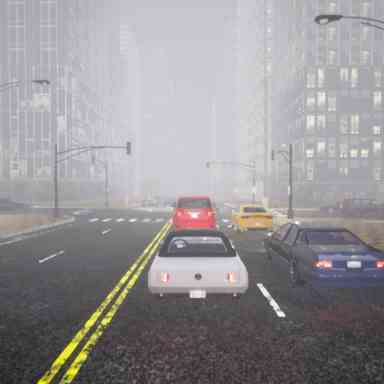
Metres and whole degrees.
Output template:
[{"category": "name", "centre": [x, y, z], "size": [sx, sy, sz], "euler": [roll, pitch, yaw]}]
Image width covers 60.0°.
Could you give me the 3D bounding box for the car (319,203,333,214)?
[{"category": "car", "centre": [16.557, 1.579, 36.572], "size": [5.008, 1.535, 1.882], "euler": [1, 1, 1]}]

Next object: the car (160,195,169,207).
[{"category": "car", "centre": [-3.287, 1.513, 51.209], "size": [1.994, 1.385, 4.181], "euler": [0, 0, 0]}]

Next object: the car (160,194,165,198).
[{"category": "car", "centre": [-6.493, 1.414, 60.449], "size": [1.882, 1.535, 5.008], "euler": [0, 0, -1]}]

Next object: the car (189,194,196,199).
[{"category": "car", "centre": [0.093, 1.238, 92.016], "size": [1.812, 1.442, 4.674], "euler": [0, 0, 0]}]

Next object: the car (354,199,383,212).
[{"category": "car", "centre": [21.850, 1.631, 39.074], "size": [4.829, 1.417, 1.752], "euler": [1, 0, 1]}]

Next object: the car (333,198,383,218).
[{"category": "car", "centre": [16.233, 1.509, 30.793], "size": [5.009, 1.841, 2.192], "euler": [1, 0, 1]}]

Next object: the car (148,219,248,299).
[{"category": "car", "centre": [0.110, 1.595, 8.361], "size": [1.895, 1.301, 4.718], "euler": [0, 0, 0]}]

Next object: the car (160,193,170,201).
[{"category": "car", "centre": [-6.419, 1.259, 80.649], "size": [2.097, 1.767, 4.553], "euler": [0, 0, 0]}]

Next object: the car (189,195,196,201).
[{"category": "car", "centre": [0.083, 1.418, 82.014], "size": [1.812, 1.442, 4.674], "euler": [0, 0, 0]}]

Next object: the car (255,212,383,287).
[{"category": "car", "centre": [3.364, 1.541, 9.388], "size": [2.033, 1.411, 5.357], "euler": [0, 0, 0]}]

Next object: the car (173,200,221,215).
[{"category": "car", "centre": [0.520, 1.538, 33.647], "size": [4.674, 1.442, 1.812], "euler": [1, 1, 1]}]

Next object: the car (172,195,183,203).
[{"category": "car", "centre": [-3.178, 1.444, 71.558], "size": [2.128, 1.511, 4.902], "euler": [0, 0, 0]}]

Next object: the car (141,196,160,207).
[{"category": "car", "centre": [-6.543, 1.441, 50.775], "size": [2.128, 1.511, 4.902], "euler": [0, 0, 0]}]

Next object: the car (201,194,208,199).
[{"category": "car", "centre": [3.343, 1.238, 92.013], "size": [1.812, 1.442, 4.674], "euler": [0, 0, 0]}]

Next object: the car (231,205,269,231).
[{"category": "car", "centre": [3.373, 1.462, 19.206], "size": [1.882, 1.535, 5.008], "euler": [0, 0, 1]}]

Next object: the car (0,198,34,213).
[{"category": "car", "centre": [-18.648, 1.365, 33.991], "size": [4.674, 1.442, 1.812], "euler": [1, 1, 1]}]

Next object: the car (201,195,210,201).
[{"category": "car", "centre": [3.333, 1.433, 81.595], "size": [2.033, 1.411, 5.357], "euler": [0, 0, 0]}]

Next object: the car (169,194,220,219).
[{"category": "car", "centre": [0.118, 1.207, 18.119], "size": [2.150, 2.045, 5.566], "euler": [0, 0, 0]}]
